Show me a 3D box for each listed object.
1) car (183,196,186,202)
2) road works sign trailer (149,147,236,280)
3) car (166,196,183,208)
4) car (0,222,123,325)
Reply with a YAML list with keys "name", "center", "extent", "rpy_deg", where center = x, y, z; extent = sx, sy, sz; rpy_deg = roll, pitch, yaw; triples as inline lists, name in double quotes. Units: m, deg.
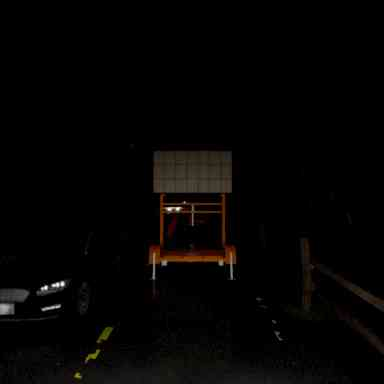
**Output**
- name: "car"
  center: [-2.551, 1.850, 88.242]
  extent: [2.033, 1.411, 5.357]
  rpy_deg: [0, 0, 0]
- name: "road works sign trailer"
  center: [0.022, 0.463, 9.917]
  extent: [2.380, 3.560, 2.880]
  rpy_deg: [0, 0, 0]
- name: "car"
  center: [-2.734, 1.627, 49.803]
  extent: [1.994, 1.385, 4.181]
  rpy_deg: [0, 0, 0]
- name: "car"
  center: [-2.831, 1.490, 7.434]
  extent: [2.128, 1.511, 4.902]
  rpy_deg: [0, 0, 0]
